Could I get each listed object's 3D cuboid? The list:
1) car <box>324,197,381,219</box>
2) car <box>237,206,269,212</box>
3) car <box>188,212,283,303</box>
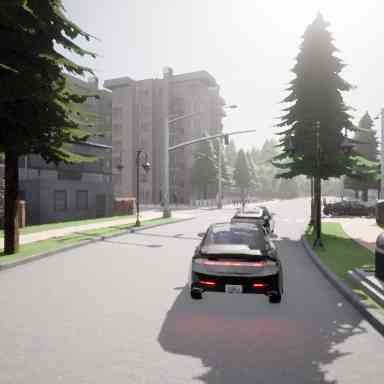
[{"bbox_3d":[14.213,1.496,29.075,5.008,1.535,1.882,0,1,33],"label":"car"},{"bbox_3d":[3.231,1.491,17.375,2.128,1.511,4.902,0,0,18],"label":"car"},{"bbox_3d":[1.105,1.492,8.268,2.128,1.511,4.902,0,0,9],"label":"car"}]
